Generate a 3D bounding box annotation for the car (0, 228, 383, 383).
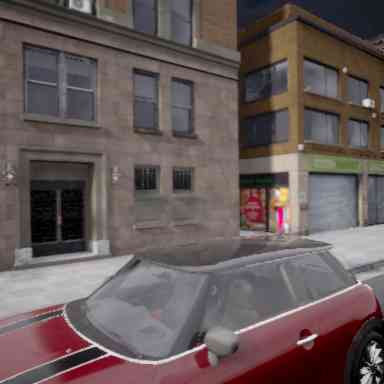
[{"bbox_3d":[-0.015,1.355,3.373,4.553,1.767,2.097,-1,0,-36],"label":"car"}]
